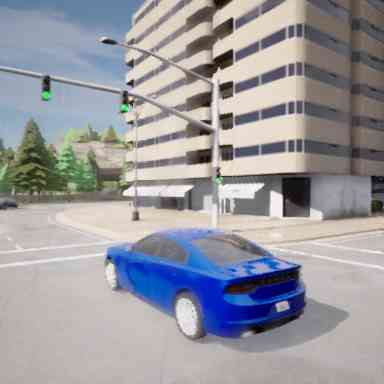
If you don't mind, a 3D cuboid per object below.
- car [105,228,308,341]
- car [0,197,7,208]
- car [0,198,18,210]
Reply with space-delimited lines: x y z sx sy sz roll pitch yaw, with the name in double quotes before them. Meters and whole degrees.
"car" -0.142 1.460 6.722 1.882 1.535 5.008 0 0 -35
"car" -26.323 1.396 42.898 1.837 1.490 4.892 0 0 4
"car" -22.947 1.421 40.401 1.812 1.442 4.674 0 0 1
